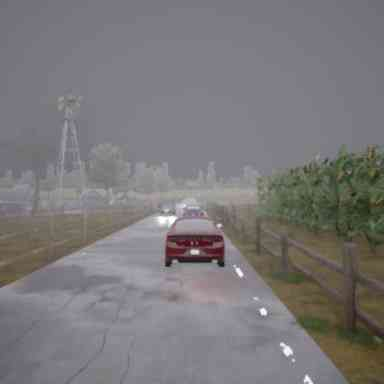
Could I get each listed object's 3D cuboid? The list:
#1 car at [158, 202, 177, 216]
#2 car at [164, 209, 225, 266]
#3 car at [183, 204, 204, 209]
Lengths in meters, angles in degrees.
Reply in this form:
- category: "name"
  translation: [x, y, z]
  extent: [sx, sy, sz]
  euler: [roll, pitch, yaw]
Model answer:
- category: "car"
  translation: [-2.825, 1.966, 39.270]
  extent: [2.128, 1.511, 4.902]
  euler: [0, -1, 0]
- category: "car"
  translation: [0.089, 1.591, 12.030]
  extent: [1.882, 1.535, 5.008]
  euler: [0, 0, 0]
- category: "car"
  translation: [0.109, 1.878, 31.276]
  extent: [1.812, 1.442, 4.674]
  euler: [0, -1, 0]
